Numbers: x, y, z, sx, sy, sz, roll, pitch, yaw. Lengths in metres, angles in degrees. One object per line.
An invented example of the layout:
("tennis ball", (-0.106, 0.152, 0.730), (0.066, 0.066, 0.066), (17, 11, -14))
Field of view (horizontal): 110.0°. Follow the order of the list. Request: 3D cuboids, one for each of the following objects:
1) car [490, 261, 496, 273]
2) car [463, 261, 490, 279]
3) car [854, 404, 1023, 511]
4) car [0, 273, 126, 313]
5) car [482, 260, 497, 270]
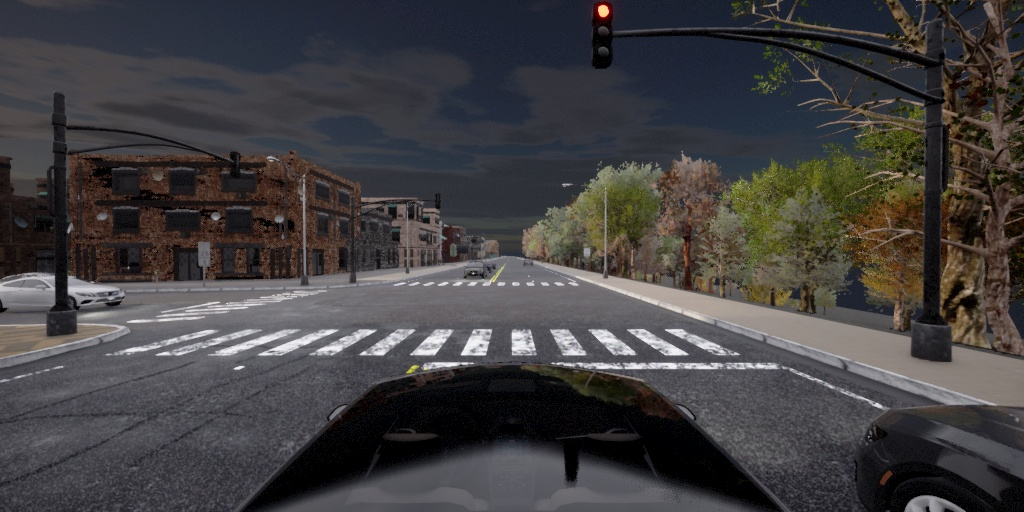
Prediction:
("car", (-3.321, 1.342, 42.984), (1.895, 1.301, 4.718), (0, 0, 0))
("car", (-3.313, 1.247, 33.063), (1.837, 1.490, 4.892), (0, 0, 0))
("car", (3.347, 1.255, 0.509), (1.837, 1.490, 4.892), (0, 0, 0))
("car", (-19.503, 1.568, 15.299), (4.674, 1.442, 1.812), (-1, 1, -1))
("car", (-3.321, 1.340, 53.081), (1.895, 1.301, 4.718), (0, 0, 0))
